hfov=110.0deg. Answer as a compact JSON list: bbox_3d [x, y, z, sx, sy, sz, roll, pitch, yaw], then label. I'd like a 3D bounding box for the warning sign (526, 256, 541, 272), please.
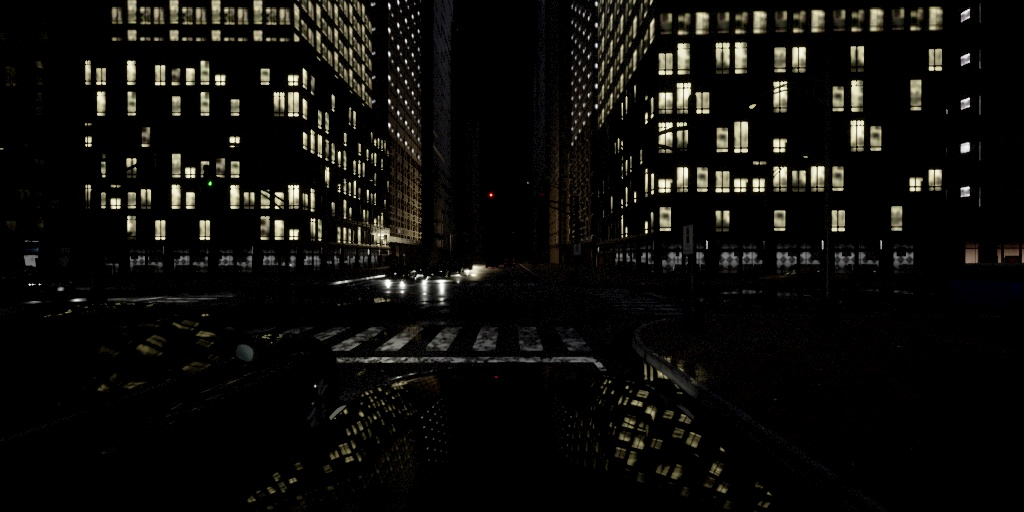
[{"bbox_3d":[2.598,0.909,40.836,1.300,1.860,1.060,0,0,0],"label":"warning sign"}]

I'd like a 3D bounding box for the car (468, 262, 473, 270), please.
[{"bbox_3d":[-6.917,1.389,52.807,1.994,1.385,4.181,0,0,0],"label":"car"}]

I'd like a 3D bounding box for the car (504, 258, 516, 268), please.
[{"bbox_3d":[-0.401,1.426,63.832,1.994,1.385,4.181,0,0,0],"label":"car"}]

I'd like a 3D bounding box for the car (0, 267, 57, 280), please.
[{"bbox_3d":[-23.089,1.249,16.389,4.902,1.511,2.128,0,0,0],"label":"car"}]

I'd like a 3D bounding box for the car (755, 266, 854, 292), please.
[{"bbox_3d":[16.964,1.293,20.942,4.829,1.417,1.751,0,0,2],"label":"car"}]

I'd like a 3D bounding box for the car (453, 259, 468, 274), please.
[{"bbox_3d":[-6.865,1.277,42.828,1.882,1.535,5.008,0,0,0],"label":"car"}]

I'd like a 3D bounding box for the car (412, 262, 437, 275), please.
[{"bbox_3d":[-10.101,1.360,41.707,1.994,1.385,4.181,0,0,0],"label":"car"}]

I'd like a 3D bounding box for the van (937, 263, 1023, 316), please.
[{"bbox_3d":[18.288,1.119,12.779,3.998,1.789,1.690,0,0,2],"label":"van"}]

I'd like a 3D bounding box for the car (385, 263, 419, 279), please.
[{"bbox_3d":[-10.051,1.343,32.799,1.994,1.385,4.181,0,0,0],"label":"car"}]

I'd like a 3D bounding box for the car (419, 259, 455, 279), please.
[{"bbox_3d":[-6.800,1.305,32.955,1.812,1.442,4.674,0,0,0],"label":"car"}]

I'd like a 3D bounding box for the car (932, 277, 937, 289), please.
[{"bbox_3d":[26.802,1.356,20.522,4.207,1.307,1.802,0,0,2],"label":"car"}]

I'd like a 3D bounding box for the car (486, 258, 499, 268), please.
[{"bbox_3d":[-3.545,1.213,63.651,2.097,1.767,4.553,0,0,-1],"label":"car"}]

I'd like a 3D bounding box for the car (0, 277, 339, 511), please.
[{"bbox_3d":[-3.155,1.102,2.560,2.097,1.767,4.553,0,0,0],"label":"car"}]
